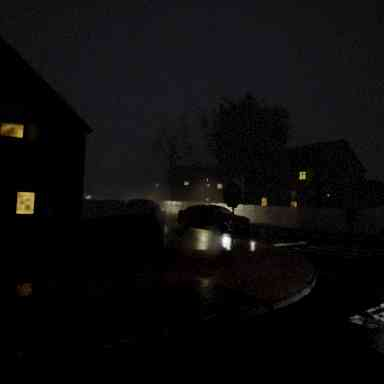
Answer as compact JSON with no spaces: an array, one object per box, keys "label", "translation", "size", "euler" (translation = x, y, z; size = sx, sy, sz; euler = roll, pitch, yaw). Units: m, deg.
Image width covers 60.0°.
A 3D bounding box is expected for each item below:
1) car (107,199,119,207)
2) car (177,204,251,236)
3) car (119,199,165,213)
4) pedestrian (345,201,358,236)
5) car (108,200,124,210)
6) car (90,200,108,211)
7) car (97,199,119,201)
[{"label":"car","translation":[-14.352,1.996,60.761],"size":[1.994,1.385,4.181],"euler":[3,-1,-13]},{"label":"car","translation":[1.075,1.420,18.083],"size":[1.882,1.535,5.008],"euler":[4,-2,-33]},{"label":"car","translation":[-3.775,1.326,25.911],"size":[2.097,1.767,4.553],"euler":[3,-2,-29]},{"label":"pedestrian","translation":[8.405,1.379,17.615],"size":[0.375,1.860,0.375],"euler":[4,-2,-36]},{"label":"car","translation":[-11.689,1.914,51.102],"size":[1.994,1.385,4.181],"euler":[3,-1,-18]},{"label":"car","translation":[-12.313,1.741,43.839],"size":[1.895,1.301,4.718],"euler":[3,-2,-20]},{"label":"car","translation":[-8.340,1.549,34.593],"size":[1.837,1.490,4.892],"euler":[3,-2,-25]}]
